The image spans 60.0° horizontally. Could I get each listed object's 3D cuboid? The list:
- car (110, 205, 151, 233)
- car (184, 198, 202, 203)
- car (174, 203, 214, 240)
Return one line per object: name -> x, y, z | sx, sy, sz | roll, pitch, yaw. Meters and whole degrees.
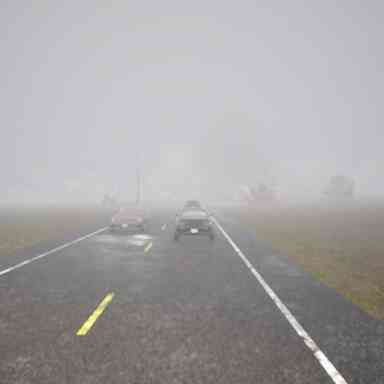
car -> -3.504, 1.491, 19.676 | 1.812, 1.442, 4.674 | 0, 0, 0
car -> 0.093, 1.438, 39.296 | 1.837, 1.490, 4.892 | 0, 0, 0
car -> 0.097, 1.497, 16.617 | 1.812, 1.442, 4.674 | 0, 0, 0
